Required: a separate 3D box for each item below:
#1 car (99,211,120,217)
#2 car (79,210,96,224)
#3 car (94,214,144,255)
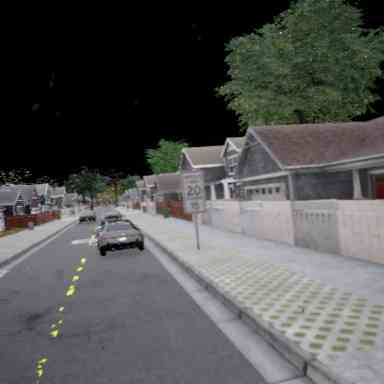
[{"bbox_3d":[-7.008,2.395,29.062,1.837,1.490,4.892,-5,-1,-14],"label":"car"},{"bbox_3d":[-13.085,3.025,41.830,1.882,1.535,5.008,-5,-1,-14],"label":"car"},{"bbox_3d":[-3.510,2.028,15.972,1.994,1.385,4.181,-5,-1,-16],"label":"car"}]
